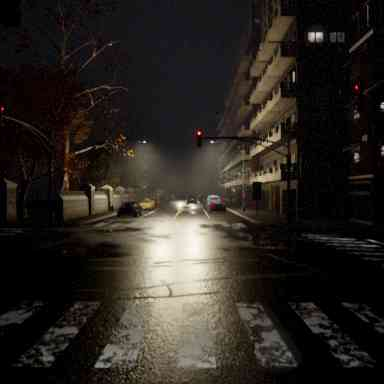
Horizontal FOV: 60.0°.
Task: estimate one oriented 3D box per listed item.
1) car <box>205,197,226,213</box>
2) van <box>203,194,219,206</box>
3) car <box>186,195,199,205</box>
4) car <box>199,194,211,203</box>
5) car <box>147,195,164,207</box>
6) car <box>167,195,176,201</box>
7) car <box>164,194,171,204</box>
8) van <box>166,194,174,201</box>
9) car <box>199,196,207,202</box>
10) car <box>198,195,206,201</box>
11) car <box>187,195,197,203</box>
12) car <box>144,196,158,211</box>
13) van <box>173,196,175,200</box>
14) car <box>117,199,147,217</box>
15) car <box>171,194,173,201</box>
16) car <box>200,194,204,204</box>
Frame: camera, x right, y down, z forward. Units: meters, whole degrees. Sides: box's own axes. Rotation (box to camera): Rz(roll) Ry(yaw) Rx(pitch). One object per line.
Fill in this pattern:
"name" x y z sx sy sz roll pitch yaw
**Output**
"car" 2.692 1.552 36.455 1.887 1.381 4.507 0 0 0
"van" 2.693 1.353 42.086 1.690 1.788 3.998 0 0 0
"car" -0.001 1.578 59.541 2.033 1.411 5.357 0 0 0
"car" 2.692 1.361 70.237 2.192 1.841 5.009 0 0 0
"car" -5.688 1.332 47.716 2.192 1.841 5.009 0 0 0
"car" -5.690 1.640 92.756 2.008 1.369 4.403 0 0 0
"car" -5.689 1.477 64.607 1.967 1.590 4.097 0 0 0
"van" -5.690 1.417 87.126 1.690 1.788 3.998 0 0 0
"car" 2.690 1.610 81.497 1.887 1.381 4.507 0 0 0
"car" 2.690 1.516 87.127 1.967 1.590 4.097 0 0 0
"car" 0.000 1.422 69.960 1.837 1.490 4.892 0 0 0
"car" -5.688 1.537 41.916 1.752 1.417 4.829 0 0 0
"van" -5.690 1.406 81.497 1.690 1.788 3.998 0 0 0
"car" -5.688 1.570 30.825 1.947 1.339 4.313 0 0 0
"car" -5.689 1.486 70.237 1.967 1.590 4.097 0 0 0
"car" 2.692 1.463 53.347 1.967 1.590 4.097 0 0 0
